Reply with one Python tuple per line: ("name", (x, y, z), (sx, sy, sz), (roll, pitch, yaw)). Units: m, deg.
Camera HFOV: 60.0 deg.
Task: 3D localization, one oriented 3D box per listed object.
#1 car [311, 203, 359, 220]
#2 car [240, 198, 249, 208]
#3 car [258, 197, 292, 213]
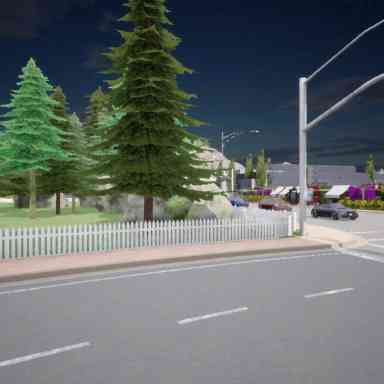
("car", (12.090, 1.619, 28.427), (1.994, 1.385, 4.181), (0, 0, -16))
("car", (6.409, 1.533, 47.613), (1.882, 1.535, 5.008), (0, 0, -17))
("car", (9.337, 1.408, 37.718), (2.097, 1.767, 4.553), (0, 0, -16))
